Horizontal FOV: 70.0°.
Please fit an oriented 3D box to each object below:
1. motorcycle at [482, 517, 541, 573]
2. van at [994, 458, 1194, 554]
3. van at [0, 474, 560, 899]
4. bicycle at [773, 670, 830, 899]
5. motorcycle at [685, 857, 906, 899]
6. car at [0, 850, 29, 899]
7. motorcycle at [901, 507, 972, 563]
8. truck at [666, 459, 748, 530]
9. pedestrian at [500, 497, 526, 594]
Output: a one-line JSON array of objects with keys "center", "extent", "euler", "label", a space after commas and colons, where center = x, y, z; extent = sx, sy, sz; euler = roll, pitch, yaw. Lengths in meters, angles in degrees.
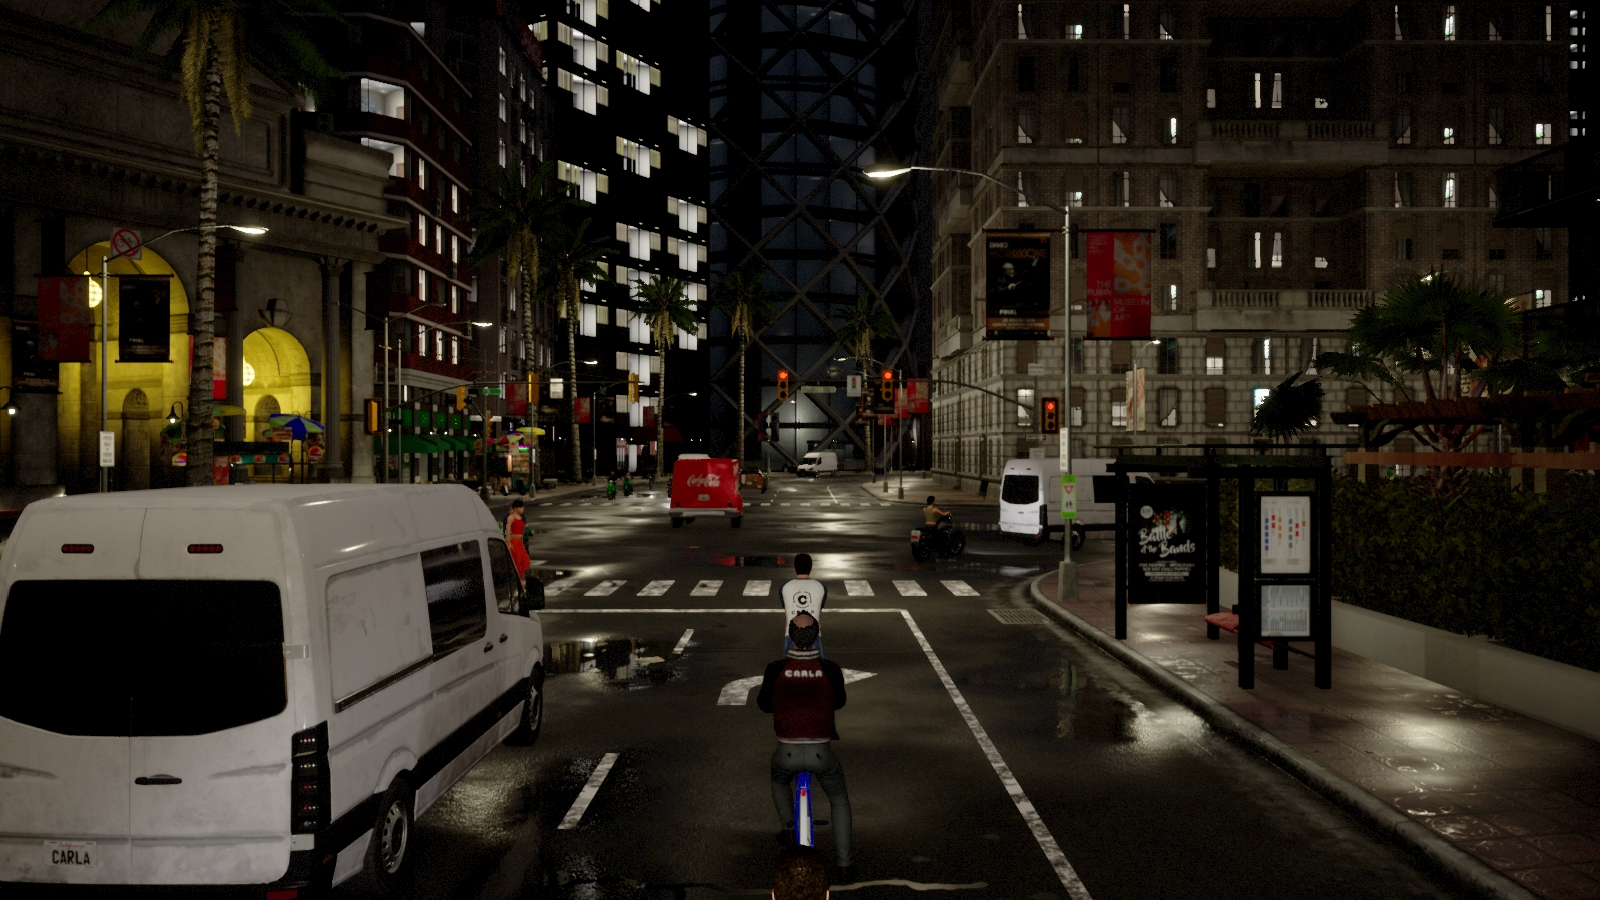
[{"center": [-6.766, 2.212, 26.912], "extent": [0.803, 1.145, 2.033], "euler": [0, 0, 2], "label": "motorcycle"}, {"center": [8.628, 1.534, 33.308], "extent": [5.915, 2.561, 1.988], "euler": [0, 0, -29], "label": "van"}, {"center": [-3.525, 1.534, 8.973], "extent": [1.988, 2.561, 5.915], "euler": [0, 0, 0], "label": "van"}, {"center": [0.008, 2.210, 7.501], "extent": [0.329, 1.171, 1.835], "euler": [0, 0, 0], "label": "bicycle"}, {"center": [-0.018, 2.213, 3.585], "extent": [0.803, 1.145, 2.033], "euler": [0, 0, 0], "label": "motorcycle"}, {"center": [-3.487, 2.120, 2.971], "extent": [1.481, 1.376, 2.207], "euler": [0, 0, 0], "label": "car"}, {"center": [3.566, 2.170, 29.642], "extent": [0.764, 1.277, 2.356], "euler": [0, 0, 37], "label": "motorcycle"}, {"center": [-3.363, 1.565, 42.601], "extent": [2.627, 2.467, 5.204], "euler": [0, 0, 0], "label": "truck"}, {"center": [-5.581, 1.849, 22.210], "extent": [0.375, 1.860, 0.375], "euler": [0, 0, 11], "label": "pedestrian"}]
